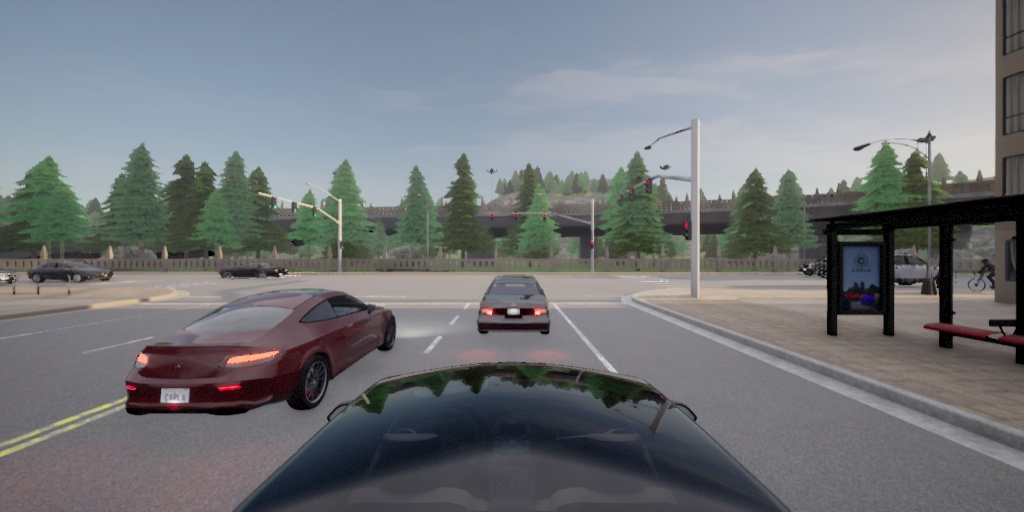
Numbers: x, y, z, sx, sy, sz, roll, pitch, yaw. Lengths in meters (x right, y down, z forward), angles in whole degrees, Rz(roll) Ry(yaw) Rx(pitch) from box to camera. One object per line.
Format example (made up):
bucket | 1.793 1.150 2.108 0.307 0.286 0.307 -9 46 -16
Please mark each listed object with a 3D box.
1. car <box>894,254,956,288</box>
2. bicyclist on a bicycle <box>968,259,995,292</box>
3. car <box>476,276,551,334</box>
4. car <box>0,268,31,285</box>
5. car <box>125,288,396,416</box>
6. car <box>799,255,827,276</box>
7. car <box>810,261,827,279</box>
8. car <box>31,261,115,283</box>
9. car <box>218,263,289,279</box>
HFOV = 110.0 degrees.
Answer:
car | 23.276 0.876 21.866 5.566 2.045 2.150 0 0 1
bicyclist on a bicycle | 22.752 0.965 17.081 0.582 1.620 1.656 0 0 1
car | 0.086 1.280 10.482 2.033 1.411 5.357 0 0 1
car | -34.186 1.145 22.471 4.902 1.511 2.128 0 0 0
car | -3.448 1.267 5.987 1.812 1.442 4.674 0 0 0
car | 29.205 0.855 32.207 5.566 2.045 2.150 0 0 4
car | 27.390 1.242 28.840 4.718 1.301 1.895 0 0 3
car | -31.830 1.151 25.959 4.892 1.490 1.837 0 0 1
car | -21.274 1.240 29.573 4.718 1.301 1.895 0 0 1
